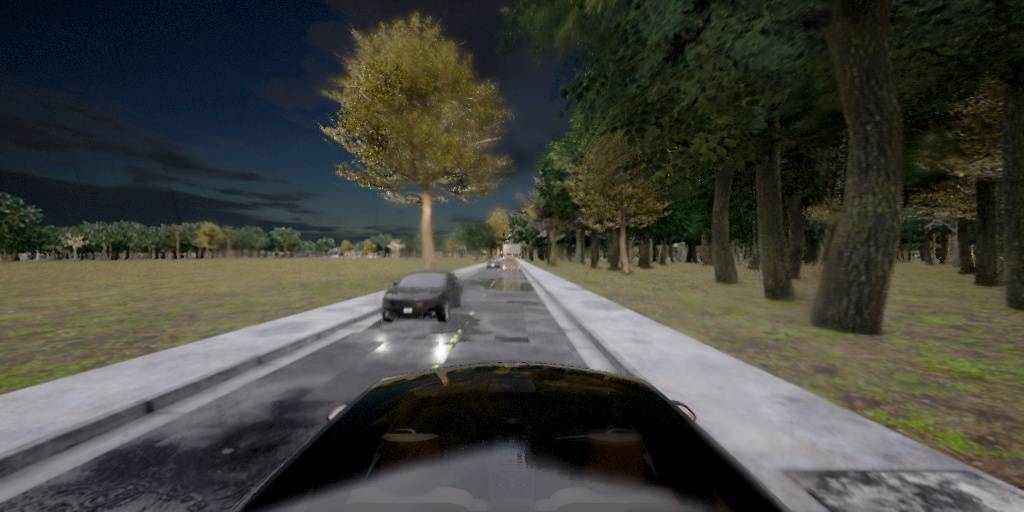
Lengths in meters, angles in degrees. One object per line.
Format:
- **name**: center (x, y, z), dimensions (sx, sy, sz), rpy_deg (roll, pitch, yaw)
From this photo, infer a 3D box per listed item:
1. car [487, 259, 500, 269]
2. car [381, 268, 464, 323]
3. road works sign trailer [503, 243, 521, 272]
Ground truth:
- **car**: center (-2.818, 1.184, 54.883), dimensions (2.128, 1.511, 4.902), rpy_deg (0, 0, 0)
- **car**: center (-2.852, 1.217, 12.326), dimensions (1.882, 1.535, 5.008), rpy_deg (0, 0, 0)
- **road works sign trailer**: center (-0.009, 0.168, 45.538), dimensions (2.380, 3.560, 2.880), rpy_deg (0, 0, 0)
